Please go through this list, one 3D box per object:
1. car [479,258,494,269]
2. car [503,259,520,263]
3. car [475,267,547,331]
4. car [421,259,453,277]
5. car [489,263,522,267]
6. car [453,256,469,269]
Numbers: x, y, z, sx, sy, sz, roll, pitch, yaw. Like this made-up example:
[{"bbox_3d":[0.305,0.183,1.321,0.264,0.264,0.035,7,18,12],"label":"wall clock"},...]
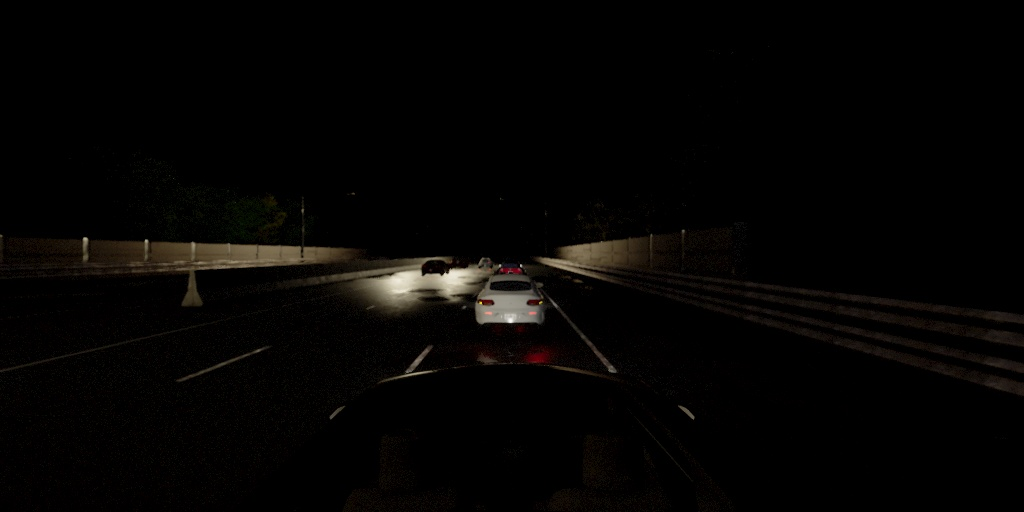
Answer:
[{"bbox_3d":[-3.614,0.992,50.489,1.812,1.442,4.674,0,1,0],"label":"car"},{"bbox_3d":[-0.115,1.155,29.155,1.994,1.385,4.181,0,0,0],"label":"car"},{"bbox_3d":[-0.034,1.224,10.606,1.812,1.442,4.674,0,0,0],"label":"car"},{"bbox_3d":[-7.032,1.045,33.298,1.882,1.535,5.008,0,0,0],"label":"car"},{"bbox_3d":[-0.074,1.245,19.951,1.895,1.301,4.718,0,0,0],"label":"car"},{"bbox_3d":[-7.107,0.828,48.931,2.097,1.767,4.553,0,0,0],"label":"car"}]
